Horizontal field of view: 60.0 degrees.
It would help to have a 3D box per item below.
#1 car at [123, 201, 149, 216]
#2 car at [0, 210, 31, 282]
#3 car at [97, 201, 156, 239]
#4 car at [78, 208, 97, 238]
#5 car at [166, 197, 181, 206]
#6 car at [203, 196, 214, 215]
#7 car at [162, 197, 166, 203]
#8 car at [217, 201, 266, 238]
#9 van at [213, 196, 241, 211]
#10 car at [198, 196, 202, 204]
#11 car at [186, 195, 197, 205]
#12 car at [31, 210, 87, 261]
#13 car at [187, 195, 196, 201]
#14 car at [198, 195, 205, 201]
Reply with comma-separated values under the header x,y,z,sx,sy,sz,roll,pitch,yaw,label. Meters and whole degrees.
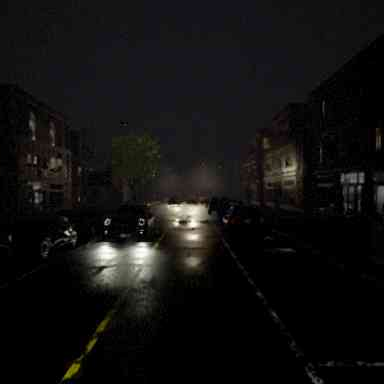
x,y,z,sx,sy,sz,roll,pitch,yaw,label
-5.727,1.625,34.587,1.947,1.339,4.313,-1,0,0,car
-5.701,1.327,6.867,2.192,1.841,5.009,-1,0,0,car
-3.117,1.382,17.254,2.097,1.767,4.553,0,0,0,car
-5.710,1.576,17.955,1.887,1.381,4.507,-1,0,0,car
-3.103,1.602,58.595,1.837,1.490,4.892,0,0,0,car
2.652,1.374,34.595,2.192,1.841,5.009,-1,0,0,car
-5.765,1.705,73.395,1.802,1.307,4.206,0,0,0,car
2.669,1.471,17.963,1.967,1.590,4.097,-1,0,0,car
2.663,1.382,23.507,1.690,1.788,3.998,-1,0,0,van
2.626,1.650,62.315,1.887,1.381,4.507,-1,0,0,car
-0.062,1.585,63.289,1.882,1.535,5.008,0,0,0,car
-5.704,1.588,12.411,1.947,1.339,4.313,-1,0,0,car
-0.079,1.502,80.052,1.994,1.385,4.181,0,0,0,car
2.598,1.676,90.206,1.752,1.417,4.829,-1,0,0,car
